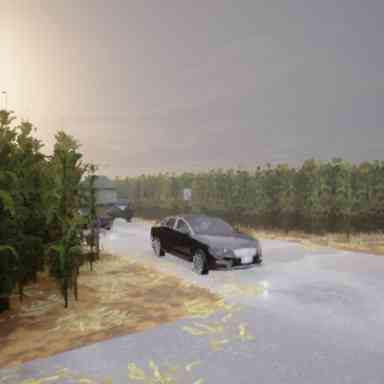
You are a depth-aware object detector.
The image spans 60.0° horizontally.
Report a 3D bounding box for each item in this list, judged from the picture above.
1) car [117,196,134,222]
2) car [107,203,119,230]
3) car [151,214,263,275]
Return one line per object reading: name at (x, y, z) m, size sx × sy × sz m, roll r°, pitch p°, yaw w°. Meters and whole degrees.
car at (-6.580, 1.341, 26.373) m, size 2.150 × 2.045 × 5.566 m, roll 0°, pitch 0°, yaw -35°
car at (-6.630, 1.566, 20.853) m, size 1.882 × 1.535 × 5.008 m, roll 0°, pitch 0°, yaw -36°
car at (0.239, 1.490, 10.735) m, size 2.128 × 1.511 × 4.902 m, roll 0°, pitch 0°, yaw -29°
